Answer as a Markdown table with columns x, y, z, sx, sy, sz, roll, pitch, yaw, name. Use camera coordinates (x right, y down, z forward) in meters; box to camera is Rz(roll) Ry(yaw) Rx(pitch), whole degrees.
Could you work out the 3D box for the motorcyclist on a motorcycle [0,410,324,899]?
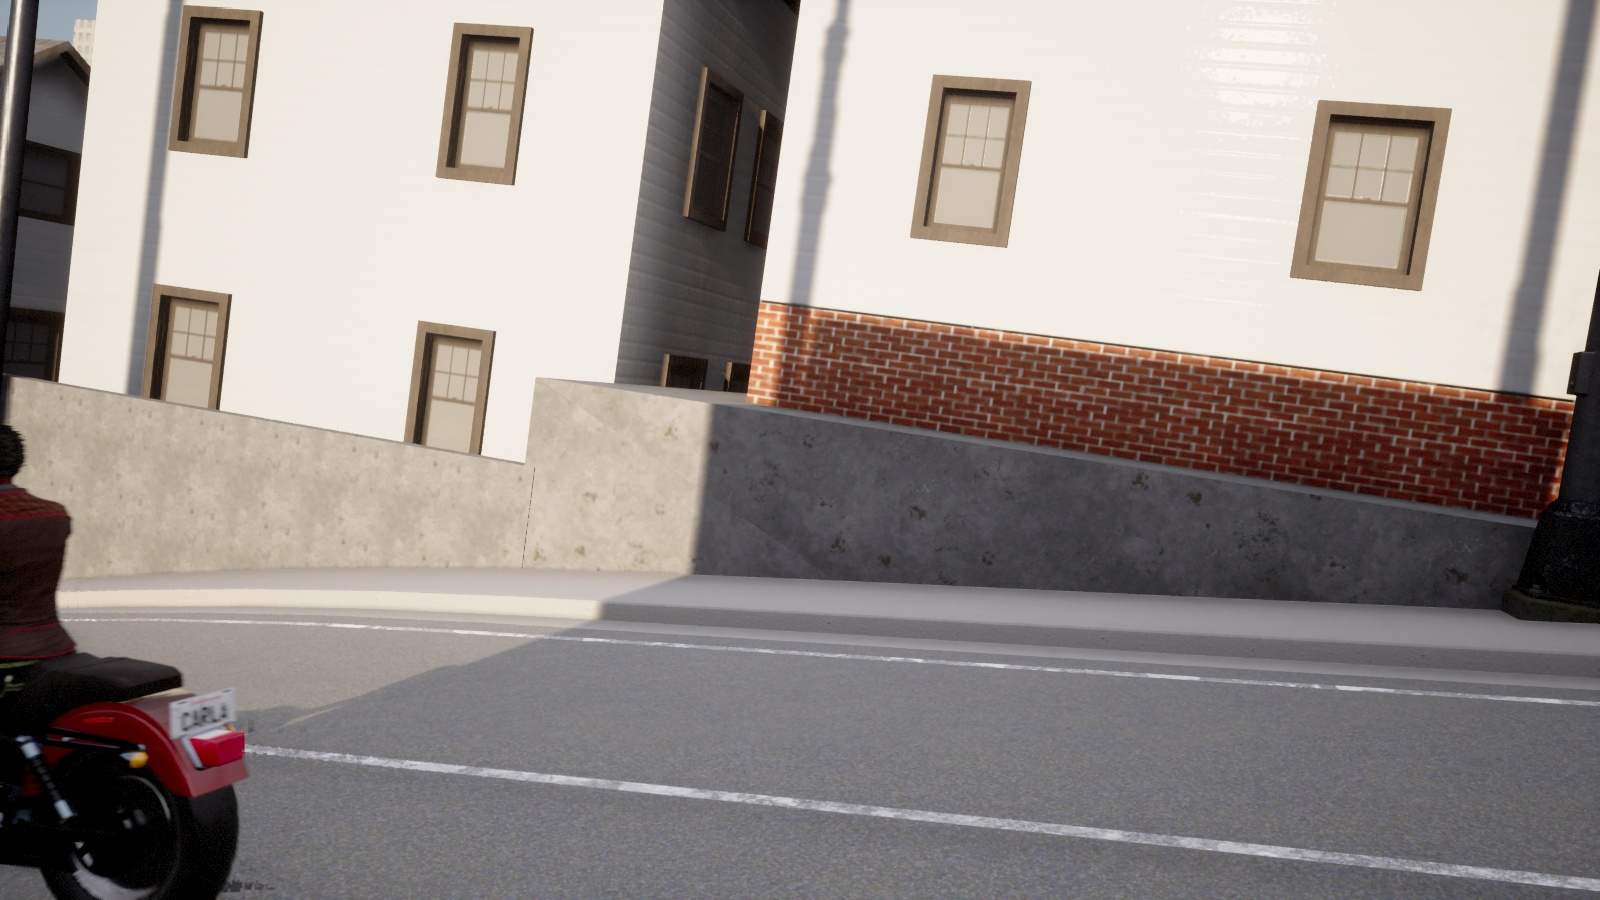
| x | y | z | sx | sy | sz | roll | pitch | yaw | name |
| --- | --- | --- | --- | --- | --- | --- | --- | --- | --- |
| -2.805 | 0.703 | 4.145 | 2.350 | 1.649 | 0.766 | 1 | 1 | 19 | motorcyclist on a motorcycle |
